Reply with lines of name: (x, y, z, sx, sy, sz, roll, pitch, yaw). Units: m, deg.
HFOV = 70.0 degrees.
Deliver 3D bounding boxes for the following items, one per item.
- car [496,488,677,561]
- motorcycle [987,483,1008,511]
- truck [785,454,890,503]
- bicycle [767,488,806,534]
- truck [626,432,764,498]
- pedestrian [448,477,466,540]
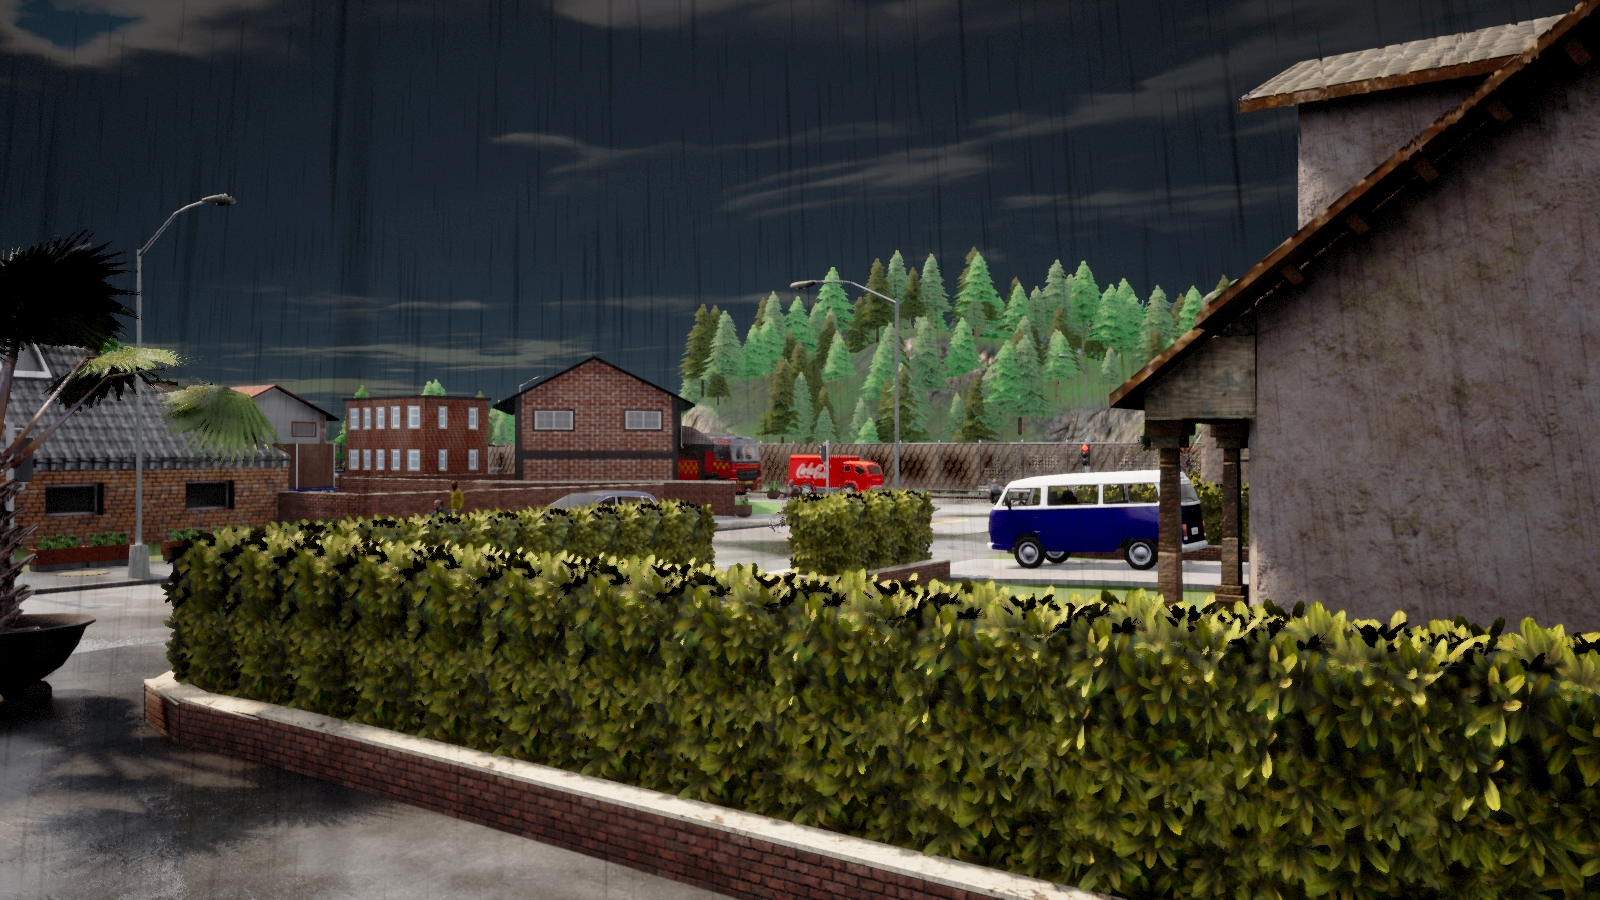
car: (-5.756, 1.958, 31.296, 2.242, 1.667, 4.611, 0, 0, 35)
motorcycle: (9.231, 2.177, 53.400, 0.803, 1.199, 2.033, -5, -1, 11)
truck: (2.059, 1.535, 63.434, 5.204, 2.467, 2.627, 2, 1, 35)
bicycle: (-0.454, 2.051, 38.931, 0.329, 1.471, 1.835, 0, 0, 35)
truck: (-6.459, 0.872, 69.385, 8.468, 3.827, 2.891, 0, 0, 35)
pedestrian: (-10.208, 1.732, 34.002, 0.375, 1.860, 0.375, 0, 0, 33)
